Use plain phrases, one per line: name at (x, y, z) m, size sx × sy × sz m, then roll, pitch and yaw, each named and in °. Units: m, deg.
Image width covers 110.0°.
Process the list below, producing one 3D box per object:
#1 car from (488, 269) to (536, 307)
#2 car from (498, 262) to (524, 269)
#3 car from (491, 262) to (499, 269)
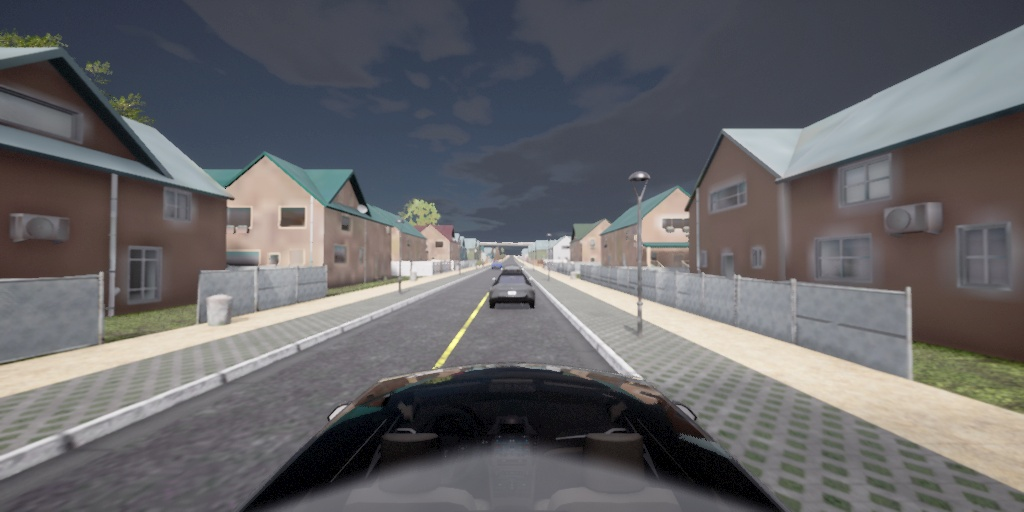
car at (0.015, 1.446, 16.176) m, size 1.994 × 1.385 × 4.181 m, roll 0°, pitch 0°, yaw 0°
car at (0.028, 1.485, 31.317) m, size 1.882 × 1.535 × 5.008 m, roll 0°, pitch 0°, yaw 0°
car at (-2.747, 1.743, 65.105) m, size 1.882 × 1.535 × 5.008 m, roll 0°, pitch 0°, yaw 1°
